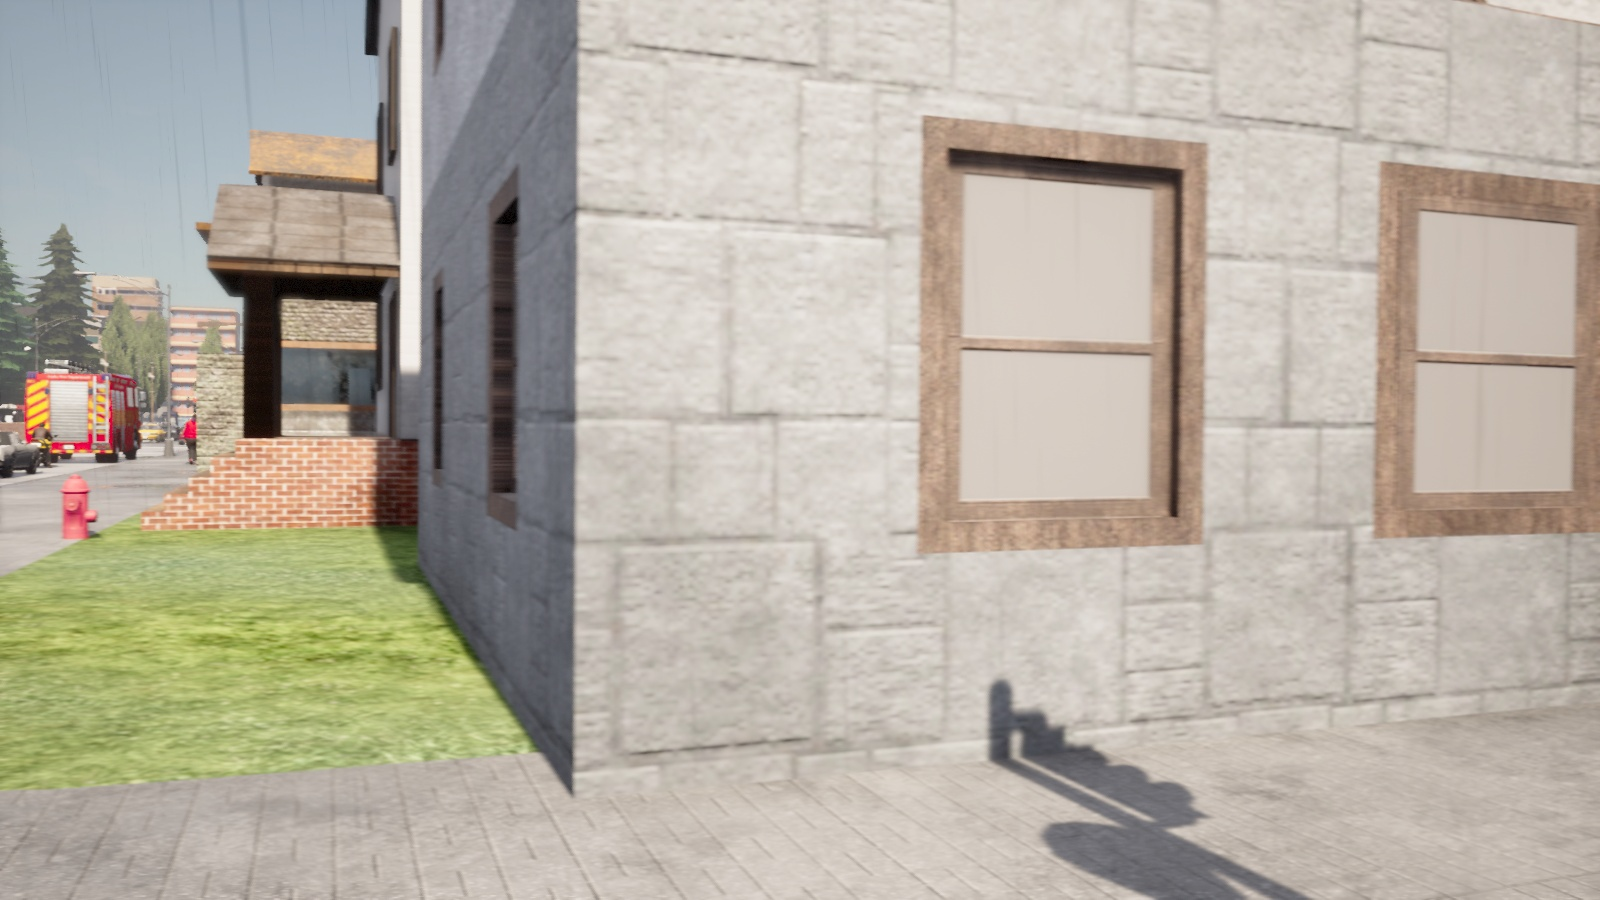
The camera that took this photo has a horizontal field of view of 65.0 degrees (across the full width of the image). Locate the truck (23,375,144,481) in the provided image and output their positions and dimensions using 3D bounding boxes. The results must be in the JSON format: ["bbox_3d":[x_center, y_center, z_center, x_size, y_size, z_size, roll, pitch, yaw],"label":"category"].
[{"bbox_3d":[-28.404,-0.870,50.164,2.891,3.827,8.468,-1,1,-21],"label":"truck"}]

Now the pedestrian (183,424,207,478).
[{"bbox_3d":[-20.849,0.029,43.302,0.634,1.844,0.899,-1,1,-20],"label":"pedestrian"}]

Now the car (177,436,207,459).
[{"bbox_3d":[-42.962,-0.202,88.810,1.789,1.549,3.705,-1,1,-24],"label":"car"}]

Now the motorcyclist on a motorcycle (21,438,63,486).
[{"bbox_3d":[-25.247,0.379,41.850,0.797,1.523,2.044,-1,1,-21],"label":"motorcyclist on a motorcycle"}]

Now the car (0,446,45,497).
[{"bbox_3d":[-22.678,0.581,35.041,1.895,1.301,4.718,-1,1,-21],"label":"car"}]
